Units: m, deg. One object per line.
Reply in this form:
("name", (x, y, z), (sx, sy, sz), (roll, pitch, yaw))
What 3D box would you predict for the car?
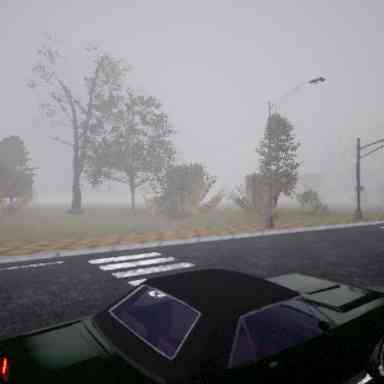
("car", (0.581, 1.593, 3.777), (4.718, 1.301, 1.895), (0, 0, -35))
